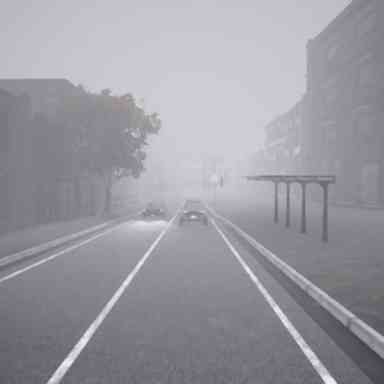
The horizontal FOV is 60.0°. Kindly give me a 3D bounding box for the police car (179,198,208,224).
[{"bbox_3d":[0.107,1.483,24.549,2.038,1.542,4.974,0,0,0],"label":"police car"}]

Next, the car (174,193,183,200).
[{"bbox_3d":[-2.762,0.954,70.814,1.837,1.490,4.892,0,1,0],"label":"car"}]

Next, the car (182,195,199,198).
[{"bbox_3d":[0.157,1.323,42.699,2.163,1.488,4.792,0,1,0],"label":"car"}]

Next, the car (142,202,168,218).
[{"bbox_3d":[-3.192,1.552,29.354,1.895,1.301,4.718,0,0,0],"label":"car"}]
